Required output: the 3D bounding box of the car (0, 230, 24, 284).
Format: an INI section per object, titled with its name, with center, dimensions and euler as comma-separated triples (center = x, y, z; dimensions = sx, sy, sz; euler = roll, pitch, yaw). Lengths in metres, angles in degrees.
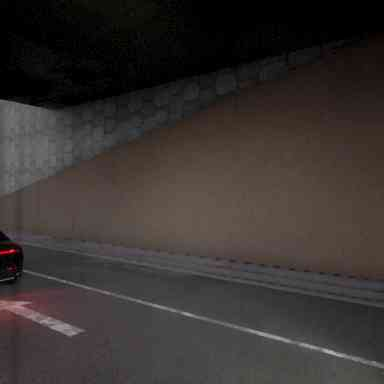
[car]
center = -6.151, 1.505, 8.387
dimensions = 4.892, 1.490, 1.837
euler = 0, 0, 36
